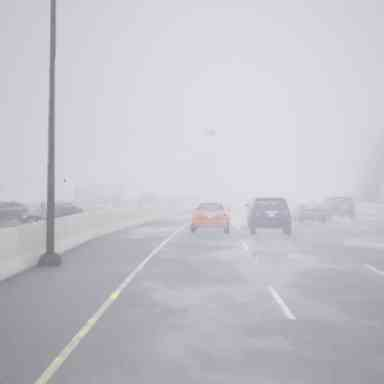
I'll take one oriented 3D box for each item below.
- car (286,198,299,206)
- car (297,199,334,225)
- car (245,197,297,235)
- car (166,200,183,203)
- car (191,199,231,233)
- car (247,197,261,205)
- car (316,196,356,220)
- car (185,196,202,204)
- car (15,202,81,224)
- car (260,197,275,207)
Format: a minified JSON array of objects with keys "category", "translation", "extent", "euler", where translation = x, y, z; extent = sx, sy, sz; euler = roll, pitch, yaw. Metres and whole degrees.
[{"category":"car","translation":[19.006,1.805,62.550],"extent":[1.994,1.385,4.181],"euler":[1,0,22]},{"category":"car","translation":[8.982,1.606,25.605],"extent":[2.128,1.511,4.902],"euler":[1,0,9]},{"category":"car","translation":[4.386,1.276,19.478],"extent":[2.150,2.045,5.566],"euler":[0,0,8]},{"category":"car","translation":[-3.452,1.503,62.806],"extent":[2.033,1.411,5.357],"euler":[1,0,19]},{"category":"car","translation":[1.236,1.365,20.169],"extent":[2.097,1.767,4.553],"euler":[1,0,7]},{"category":"car","translation":[11.954,1.674,63.770],"extent":[1.812,1.442,4.674],"euler":[0,0,22]},{"category":"car","translation":[13.285,1.392,30.604],"extent":[2.150,2.045,5.566],"euler":[0,0,11]},{"category":"car","translation":[0.406,1.516,63.155],"extent":[1.812,1.442,4.674],"euler":[1,0,20]},{"category":"car","translation":[-9.222,1.423,22.679],"extent":[2.033,1.411,5.357],"euler":[1,0,7]},{"category":"car","translation":[13.085,1.669,57.207],"extent":[1.837,1.490,4.892],"euler":[-1,0,20]}]
